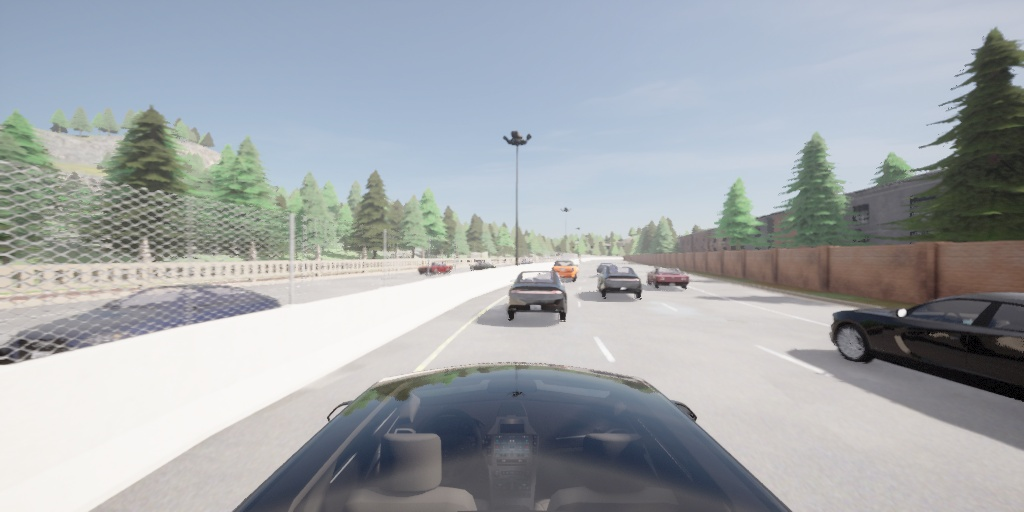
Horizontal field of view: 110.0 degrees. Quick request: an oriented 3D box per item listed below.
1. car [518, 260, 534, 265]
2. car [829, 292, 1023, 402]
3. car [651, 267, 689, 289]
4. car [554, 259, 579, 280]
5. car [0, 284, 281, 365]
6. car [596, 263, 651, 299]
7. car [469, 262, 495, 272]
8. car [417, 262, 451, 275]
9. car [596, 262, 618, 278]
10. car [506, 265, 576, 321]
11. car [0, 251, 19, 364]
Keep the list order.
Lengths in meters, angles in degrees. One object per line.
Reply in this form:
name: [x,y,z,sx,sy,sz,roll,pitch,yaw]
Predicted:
car: [1.908,1.253,50.273,2.128,1.511,4.902,0,0,14]
car: [7.306,1.260,5.195,1.882,1.535,5.008,0,0,3]
car: [10.046,1.396,23.477,1.895,1.301,4.718,0,0,13]
car: [4.446,1.122,30.112,2.097,1.767,4.553,0,0,13]
car: [-6.764,1.284,7.241,1.994,1.385,4.181,0,0,4]
car: [5.411,1.266,18.374,2.128,1.511,4.902,0,0,11]
car: [-3.525,1.336,42.774,1.895,1.301,4.718,0,0,14]
car: [-8.220,1.316,38.263,1.895,1.301,4.718,0,0,14]
car: [9.395,1.356,35.781,1.994,1.385,4.181,0,0,13]
car: [0.942,1.246,12.544,2.128,1.511,4.902,0,0,6]
car: [-10.440,0.926,4.002,2.150,2.045,5.566,0,0,2]
